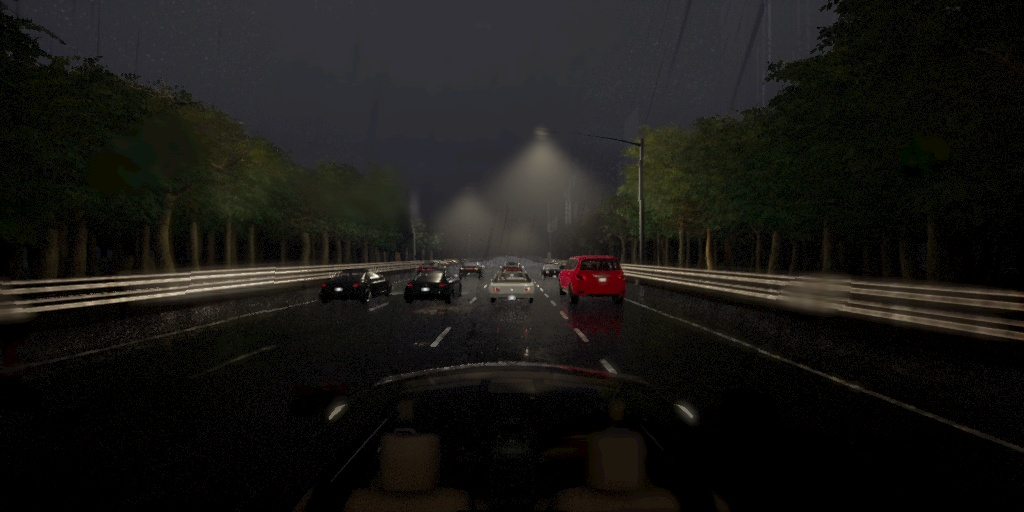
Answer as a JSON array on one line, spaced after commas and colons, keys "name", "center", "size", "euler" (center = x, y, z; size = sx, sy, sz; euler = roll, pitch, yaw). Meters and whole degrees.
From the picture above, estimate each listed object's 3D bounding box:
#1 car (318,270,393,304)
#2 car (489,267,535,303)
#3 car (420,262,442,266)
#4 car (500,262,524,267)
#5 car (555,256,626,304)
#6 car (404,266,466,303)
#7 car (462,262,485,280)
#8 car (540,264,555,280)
[{"name": "car", "center": [-7.000, 1.323, 16.501], "size": [1.994, 1.385, 4.181], "euler": [0, 0, 0]}, {"name": "car", "center": [0.000, 1.367, 16.531], "size": [1.895, 1.301, 4.718], "euler": [0, 0, 0]}, {"name": "car", "center": [-7.000, 1.272, 31.502], "size": [1.837, 1.490, 4.892], "euler": [0, 0, 0]}, {"name": "car", "center": [0.000, 1.272, 31.502], "size": [1.837, 1.490, 4.892], "euler": [0, 0, 0]}, {"name": "car", "center": [3.500, 1.009, 16.531], "size": [2.150, 2.045, 5.566], "euler": [0, 0, 0]}, {"name": "car", "center": [-3.500, 1.323, 16.501], "size": [1.994, 1.385, 4.181], "euler": [0, 0, 0]}, {"name": "car", "center": [-3.500, 1.250, 31.501], "size": [2.128, 1.511, 4.902], "euler": [0, 0, 0]}, {"name": "car", "center": [3.500, 1.372, 31.532], "size": [1.895, 1.301, 4.718], "euler": [0, 0, 0]}]
